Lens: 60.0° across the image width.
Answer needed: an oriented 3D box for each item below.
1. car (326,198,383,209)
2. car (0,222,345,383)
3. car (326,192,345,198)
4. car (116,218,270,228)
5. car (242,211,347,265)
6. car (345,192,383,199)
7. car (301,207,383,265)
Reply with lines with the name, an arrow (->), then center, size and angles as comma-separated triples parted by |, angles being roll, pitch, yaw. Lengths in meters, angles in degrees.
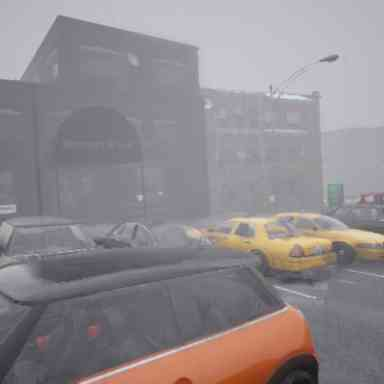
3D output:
car -> 6.601, 1.286, 13.671 | 2.185, 1.767, 4.553 | -1, 0, -36
car -> -1.065, 1.349, 2.621 | 4.553, 1.767, 2.097 | 0, 0, -36
car -> 21.103, 0.596, 47.068 | 1.994, 1.385, 4.181 | -4, 0, -23
car -> -0.703, 1.461, 8.509 | 2.231, 1.521, 4.892 | 0, 0, -35
car -> 1.687, 1.442, 10.432 | 1.946, 1.575, 5.366 | 0, 0, -35
car -> 11.298, 1.062, 17.022 | 2.435, 2.045, 5.566 | -1, 1, -35
car -> 4.296, 1.427, 11.837 | 1.946, 1.575, 5.366 | 0, 0, -36
